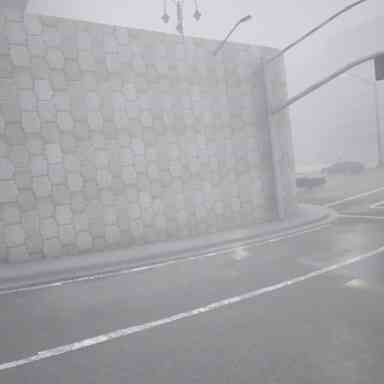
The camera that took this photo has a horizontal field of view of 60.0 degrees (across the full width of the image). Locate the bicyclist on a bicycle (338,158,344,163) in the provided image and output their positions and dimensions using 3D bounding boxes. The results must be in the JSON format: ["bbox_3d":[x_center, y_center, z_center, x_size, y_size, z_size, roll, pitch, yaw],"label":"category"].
[{"bbox_3d":[20.061,-3.821,44.865,1.656,1.620,0.582,-11,6,-35],"label":"bicyclist on a bicycle"}]

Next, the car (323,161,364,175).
[{"bbox_3d":[17.421,-2.738,38.753,1.837,1.490,4.892,-11,6,-35],"label":"car"}]

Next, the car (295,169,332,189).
[{"bbox_3d":[10.007,-1.015,30.946,1.895,1.301,4.718,-11,6,-35],"label":"car"}]
